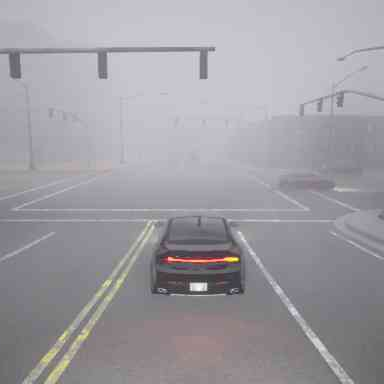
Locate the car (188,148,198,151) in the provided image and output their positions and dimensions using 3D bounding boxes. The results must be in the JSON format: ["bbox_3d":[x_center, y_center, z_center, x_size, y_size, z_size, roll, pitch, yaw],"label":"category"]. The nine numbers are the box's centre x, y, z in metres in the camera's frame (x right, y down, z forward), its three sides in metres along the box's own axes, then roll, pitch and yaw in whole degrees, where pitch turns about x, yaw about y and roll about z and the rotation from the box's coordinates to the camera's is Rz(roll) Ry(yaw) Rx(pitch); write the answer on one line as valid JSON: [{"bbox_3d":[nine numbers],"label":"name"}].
[{"bbox_3d":[0.285,-10.355,86.834,2.150,2.045,5.566,0,8,0],"label":"car"}]

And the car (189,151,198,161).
[{"bbox_3d":[0.310,-6.653,63.986,2.033,1.411,5.357,0,8,0],"label":"car"}]

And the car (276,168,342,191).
[{"bbox_3d":[8.515,-0.882,25.029,4.181,1.385,1.994,0,8,0],"label":"car"}]

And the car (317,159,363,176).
[{"bbox_3d":[15.670,-2.653,35.540,4.553,1.767,2.097,0,8,0],"label":"car"}]

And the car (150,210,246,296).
[{"bbox_3d":[0.116,1.200,8.059,1.837,1.490,4.892,0,4,0],"label":"car"}]
